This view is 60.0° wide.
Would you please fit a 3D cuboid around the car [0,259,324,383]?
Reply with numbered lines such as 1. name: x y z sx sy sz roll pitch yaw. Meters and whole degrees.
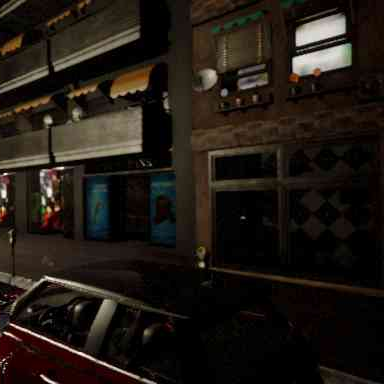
1. car: -0.909 1.434 3.406 4.097 1.590 1.967 0 -1 36
